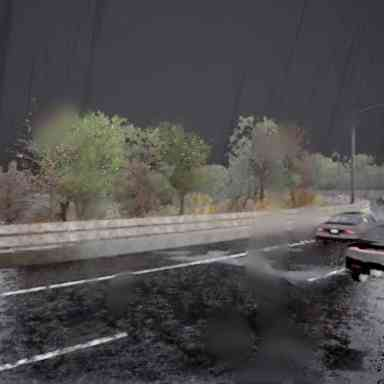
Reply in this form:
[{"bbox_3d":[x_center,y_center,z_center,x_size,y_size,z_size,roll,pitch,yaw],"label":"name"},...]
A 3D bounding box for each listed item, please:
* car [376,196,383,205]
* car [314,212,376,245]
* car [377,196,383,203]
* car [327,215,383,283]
[{"bbox_3d":[36.014,1.594,62.430,1.837,1.490,4.892,0,0,14],"label":"car"},{"bbox_3d":[7.418,1.601,14.858,5.357,1.411,2.033,0,0,-44],"label":"car"},{"bbox_3d":[46.553,1.828,80.177,1.812,1.442,4.674,0,0,6],"label":"car"},{"bbox_3d":[5.805,1.527,8.692,4.902,1.511,2.128,0,0,-41],"label":"car"}]
